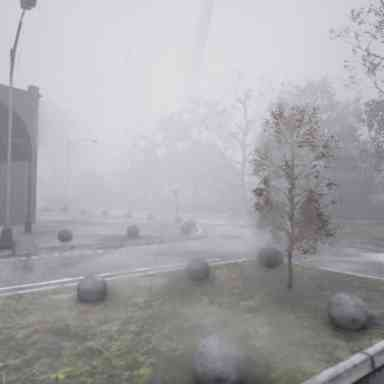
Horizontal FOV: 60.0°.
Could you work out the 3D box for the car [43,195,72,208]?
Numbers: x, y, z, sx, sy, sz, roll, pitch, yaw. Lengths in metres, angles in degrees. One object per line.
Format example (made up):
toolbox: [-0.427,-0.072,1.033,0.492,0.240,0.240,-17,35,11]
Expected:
car: [-18.998,1.209,46.956,4.553,1.767,2.097,2,0,35]
